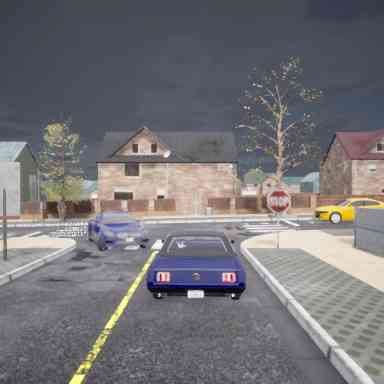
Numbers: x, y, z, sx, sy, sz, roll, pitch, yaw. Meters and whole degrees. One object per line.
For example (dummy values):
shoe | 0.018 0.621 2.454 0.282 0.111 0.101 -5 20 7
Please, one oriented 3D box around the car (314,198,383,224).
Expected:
car | 10.566 1.161 21.677 5.008 1.535 1.882 -1 1 0

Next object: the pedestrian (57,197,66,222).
pedestrian | -9.641 1.258 24.560 0.375 1.860 0.375 0 2 0

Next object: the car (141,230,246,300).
car | 0.144 1.600 8.372 1.895 1.301 4.718 0 0 2

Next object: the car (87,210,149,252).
car | -3.286 1.533 14.273 1.812 1.442 4.674 1 -1 -26
